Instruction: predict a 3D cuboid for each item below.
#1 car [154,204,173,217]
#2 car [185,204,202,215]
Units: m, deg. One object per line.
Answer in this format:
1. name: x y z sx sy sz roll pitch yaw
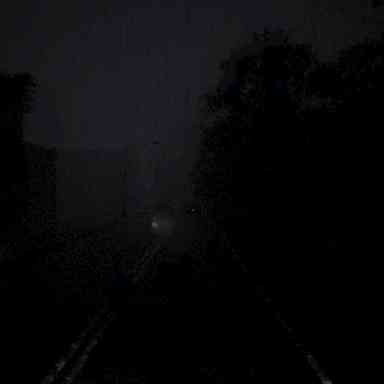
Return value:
1. car: -3.268 2.122 38.537 1.895 1.301 4.718 0 -1 1
2. car: 0.177 2.132 41.366 1.994 1.385 4.181 0 -1 0
